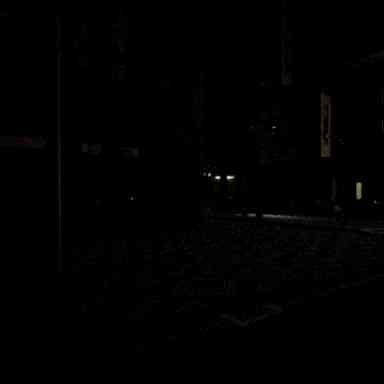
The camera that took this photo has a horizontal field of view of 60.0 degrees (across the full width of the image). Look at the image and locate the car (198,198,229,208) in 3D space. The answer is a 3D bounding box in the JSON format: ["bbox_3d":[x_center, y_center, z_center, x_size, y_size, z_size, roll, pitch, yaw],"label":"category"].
[{"bbox_3d":[2.983,1.537,47.668,1.752,1.417,4.829,0,0,-35],"label":"car"}]

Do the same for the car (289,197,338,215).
[{"bbox_3d":[12.660,1.494,33.928,1.752,1.417,4.829,0,0,-35],"label":"car"}]

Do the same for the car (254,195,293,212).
[{"bbox_3d":[9.532,1.297,38.369,2.192,1.841,5.009,0,0,-35],"label":"car"}]

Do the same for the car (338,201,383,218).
[{"bbox_3d":[15.885,1.480,29.348,1.752,1.417,4.829,0,0,-35],"label":"car"}]

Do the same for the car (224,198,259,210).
[{"bbox_3d":[6.307,1.541,42.949,1.887,1.381,4.507,0,0,-35],"label":"car"}]

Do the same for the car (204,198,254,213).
[{"bbox_3d":[3.946,1.474,36.130,2.128,1.511,4.902,0,0,-35],"label":"car"}]
